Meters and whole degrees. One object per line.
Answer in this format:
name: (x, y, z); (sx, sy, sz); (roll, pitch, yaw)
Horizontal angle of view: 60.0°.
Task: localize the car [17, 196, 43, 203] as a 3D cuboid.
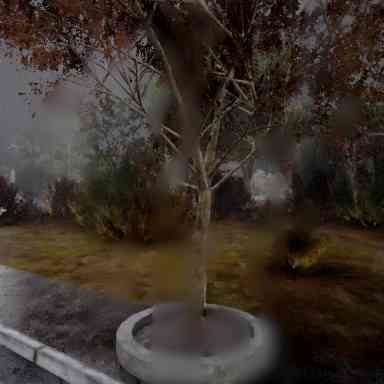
car: (-22.035, 1.217, 44.858); (2.033, 1.411, 5.357); (1, 0, 32)
